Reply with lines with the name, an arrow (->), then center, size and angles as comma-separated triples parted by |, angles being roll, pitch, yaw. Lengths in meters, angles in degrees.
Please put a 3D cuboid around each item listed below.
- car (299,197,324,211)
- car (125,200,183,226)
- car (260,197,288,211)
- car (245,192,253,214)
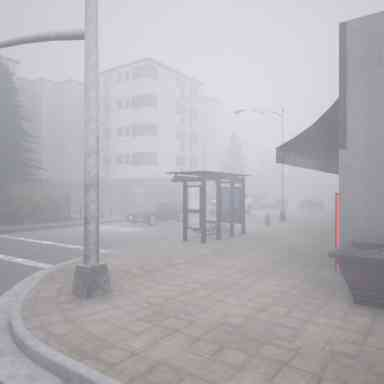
car -> 13.761, 1.329, 38.183 | 1.837, 1.490, 4.892 | 0, 0, 36
car -> -2.296, 1.328, 22.154 | 1.837, 1.490, 4.892 | 0, 0, 36
car -> 9.530, 1.301, 38.553 | 1.882, 1.535, 5.008 | 0, 0, 36
car -> 3.589, 1.045, 30.337 | 2.150, 2.045, 5.566 | 0, 0, 36
